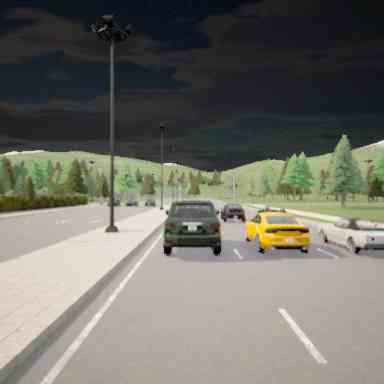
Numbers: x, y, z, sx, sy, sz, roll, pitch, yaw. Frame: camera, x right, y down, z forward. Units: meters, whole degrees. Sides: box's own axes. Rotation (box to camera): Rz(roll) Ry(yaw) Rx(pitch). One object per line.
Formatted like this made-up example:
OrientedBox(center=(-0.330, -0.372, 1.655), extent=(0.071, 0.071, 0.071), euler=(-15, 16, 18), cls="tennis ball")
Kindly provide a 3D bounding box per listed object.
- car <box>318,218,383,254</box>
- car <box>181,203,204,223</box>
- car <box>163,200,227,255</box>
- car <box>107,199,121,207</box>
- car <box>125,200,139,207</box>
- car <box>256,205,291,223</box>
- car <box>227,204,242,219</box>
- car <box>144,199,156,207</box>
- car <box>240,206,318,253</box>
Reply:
OrientedBox(center=(7.017, 1.735, 14.082), extent=(1.895, 1.301, 4.718), euler=(0, 0, 0), cls="car")
OrientedBox(center=(0.038, 1.784, 29.285), extent=(1.837, 1.490, 4.892), euler=(0, 0, 0), cls="car")
OrientedBox(center=(0.017, 1.349, 14.010), extent=(2.150, 2.045, 5.566), euler=(0, 0, 0), cls="car")
OrientedBox(center=(-15.070, 2.116, 64.331), extent=(1.837, 1.490, 4.892), euler=(0, -1, 0), cls="car")
OrientedBox(center=(-11.570, 2.169, 64.340), extent=(1.994, 1.385, 4.181), euler=(0, -1, 0), cls="car")
OrientedBox(center=(7.035, 1.876, 29.081), extent=(1.895, 1.301, 4.718), euler=(0, 0, 0), cls="car")
OrientedBox(center=(3.538, 1.784, 29.278), extent=(1.837, 1.490, 4.892), euler=(0, 0, 0), cls="car")
OrientedBox(center=(-8.070, 2.117, 64.372), extent=(1.837, 1.490, 4.892), euler=(0, -1, 0), cls="car")
OrientedBox(center=(3.522, 1.615, 14.450), extent=(1.882, 1.535, 5.008), euler=(0, 0, 0), cls="car")
